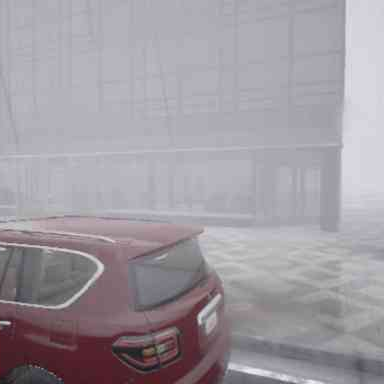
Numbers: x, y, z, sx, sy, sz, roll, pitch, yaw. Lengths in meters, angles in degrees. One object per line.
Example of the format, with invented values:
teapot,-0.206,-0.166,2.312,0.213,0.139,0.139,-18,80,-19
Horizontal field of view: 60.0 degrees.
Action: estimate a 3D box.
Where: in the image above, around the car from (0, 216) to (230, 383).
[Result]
car,-2.042,1.228,3.870,5.009,1.841,2.192,0,2,22
